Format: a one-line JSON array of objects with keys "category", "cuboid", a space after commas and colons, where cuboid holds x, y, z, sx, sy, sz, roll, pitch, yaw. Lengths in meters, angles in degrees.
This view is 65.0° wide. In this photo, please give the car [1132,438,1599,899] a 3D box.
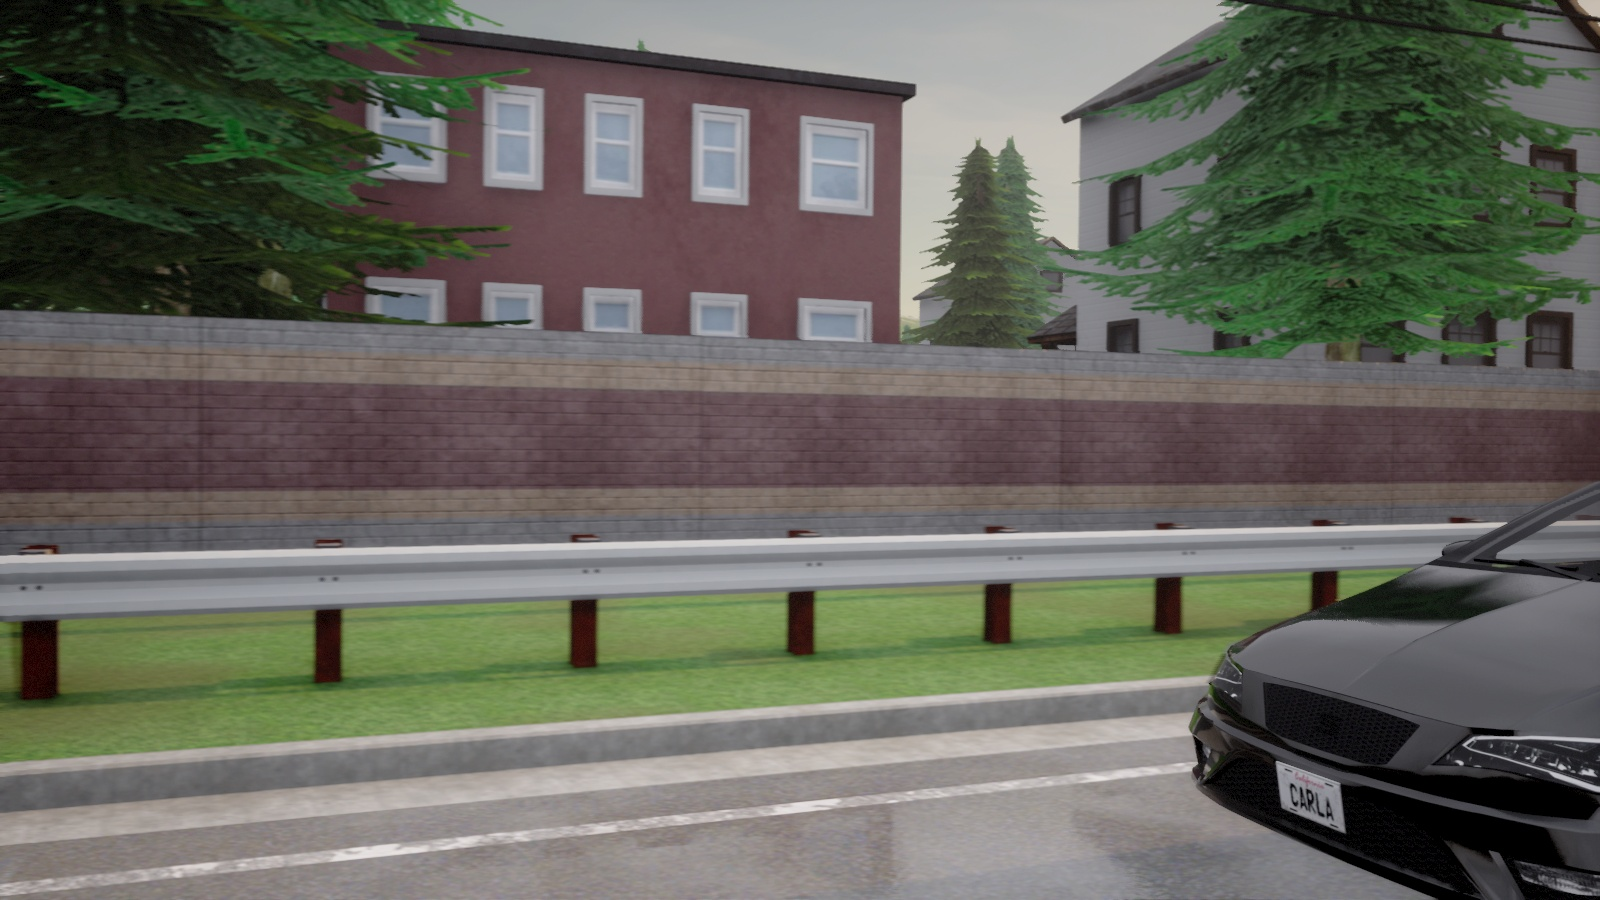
[{"category": "car", "cuboid": [3.524, 0.700, 4.577, 4.193, 1.474, 1.816, -1, 1, -21]}]
